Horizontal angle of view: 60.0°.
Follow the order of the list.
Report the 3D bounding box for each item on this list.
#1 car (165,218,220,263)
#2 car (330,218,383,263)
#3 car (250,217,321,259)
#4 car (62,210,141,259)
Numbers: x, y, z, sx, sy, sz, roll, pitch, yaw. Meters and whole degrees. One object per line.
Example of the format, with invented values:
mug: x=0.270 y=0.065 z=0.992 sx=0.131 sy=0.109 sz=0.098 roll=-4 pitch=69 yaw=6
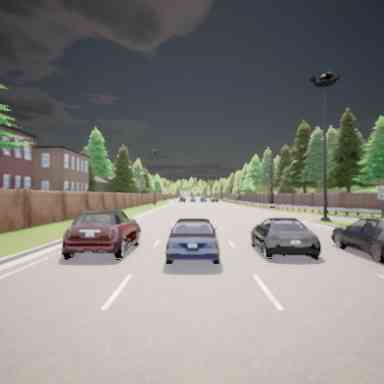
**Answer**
car: x=0.054 y=1.679 z=12.471 sx=2.033 sy=1.411 sz=5.357 roll=0 pitch=-1 yaw=1
car: x=7.053 y=1.678 z=12.394 sx=2.033 sy=1.411 sz=5.357 roll=0 pitch=-1 yaw=1
car: x=3.576 y=1.705 z=13.346 sx=1.994 sy=1.385 sz=4.181 roll=0 pitch=-1 yaw=1
car: x=-3.424 y=1.493 z=13.404 sx=2.097 sy=1.767 sz=4.553 roll=0 pitch=-1 yaw=1
